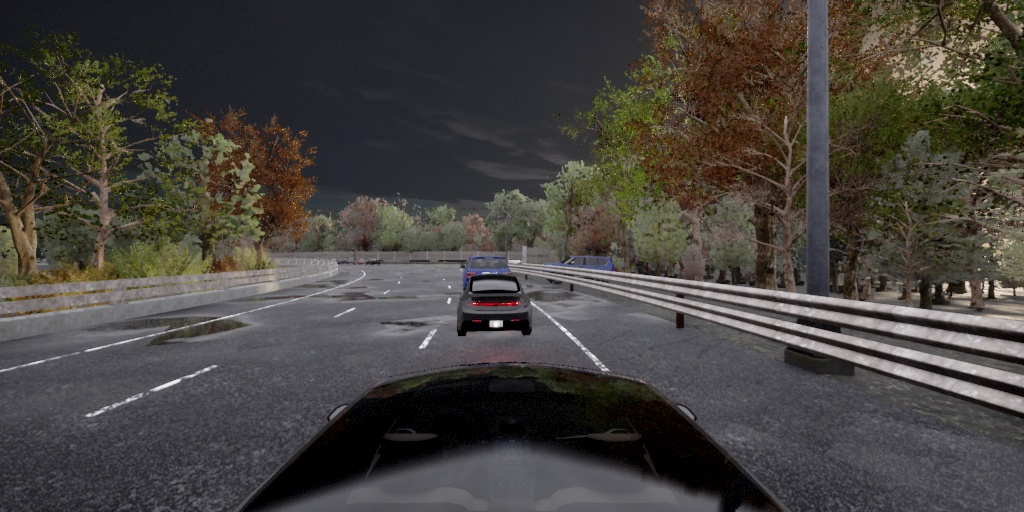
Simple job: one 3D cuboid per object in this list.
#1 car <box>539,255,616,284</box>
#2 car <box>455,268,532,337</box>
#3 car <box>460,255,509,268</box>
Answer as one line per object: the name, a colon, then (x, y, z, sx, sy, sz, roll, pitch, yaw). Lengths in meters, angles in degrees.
car: (4.819, 0.965, 26.170, 5.566, 2.045, 2.150, 3, 1, -9)
car: (-0.564, 1.260, 10.369, 1.837, 1.490, 4.892, 0, 0, -5)
car: (-1.338, 0.980, 17.851, 2.150, 2.045, 5.566, 0, 0, -9)
